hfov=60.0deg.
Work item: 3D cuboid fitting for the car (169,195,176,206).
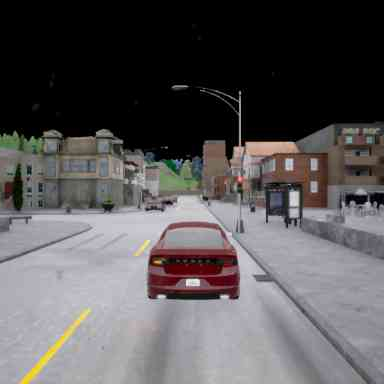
[{"bbox_3d":[-4.094,1.601,54.755,1.895,1.301,4.718,0,0,0],"label":"car"}]

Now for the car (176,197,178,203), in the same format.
[{"bbox_3d":[-4.005,1.505,69.346,1.837,1.490,4.892,0,0,0],"label":"car"}]

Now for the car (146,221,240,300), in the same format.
[{"bbox_3d":[0.049,1.478,8.455,1.882,1.535,5.008,0,0,1],"label":"car"}]

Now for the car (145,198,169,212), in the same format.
[{"bbox_3d":[-4.101,1.564,37.685,1.994,1.385,4.181,0,0,0],"label":"car"}]
